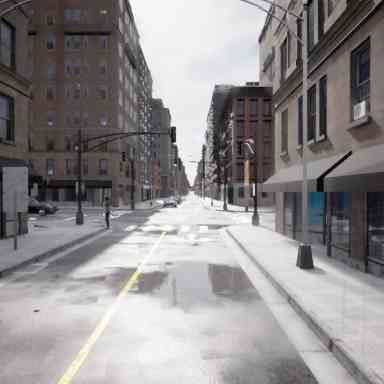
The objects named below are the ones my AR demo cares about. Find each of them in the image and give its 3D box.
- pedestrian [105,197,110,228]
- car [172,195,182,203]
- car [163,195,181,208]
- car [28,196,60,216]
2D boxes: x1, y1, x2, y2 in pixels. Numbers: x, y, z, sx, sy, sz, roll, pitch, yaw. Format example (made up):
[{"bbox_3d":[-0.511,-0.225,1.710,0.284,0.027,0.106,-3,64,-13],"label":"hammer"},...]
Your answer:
[{"bbox_3d":[-4.947,1.206,19.561,0.375,1.860,0.375,0,0,0],"label":"pedestrian"},{"bbox_3d":[-3.071,1.461,69.396,1.837,1.490,4.892,0,0,0],"label":"car"},{"bbox_3d":[-3.176,1.521,48.988,2.033,1.411,5.357,0,0,0],"label":"car"},{"bbox_3d":[-14.030,1.144,29.015,4.553,1.767,2.097,1,0,-1],"label":"car"}]
